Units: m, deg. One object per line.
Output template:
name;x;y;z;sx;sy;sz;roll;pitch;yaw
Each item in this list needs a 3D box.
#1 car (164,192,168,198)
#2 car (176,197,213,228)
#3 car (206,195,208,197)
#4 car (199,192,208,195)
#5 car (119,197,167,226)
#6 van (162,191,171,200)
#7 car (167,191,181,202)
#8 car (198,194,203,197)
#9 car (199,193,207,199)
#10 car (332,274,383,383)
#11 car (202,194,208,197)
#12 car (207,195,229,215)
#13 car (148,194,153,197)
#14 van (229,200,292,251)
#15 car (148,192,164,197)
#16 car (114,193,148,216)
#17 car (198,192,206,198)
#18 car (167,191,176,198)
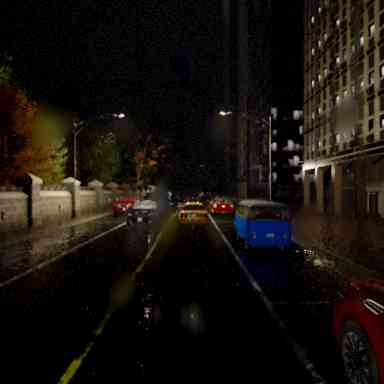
car;-5.685;0.853;63.782;2.192;1.841;5.009;1;0;0
car;0.098;1.317;21.105;1.801;1.575;5.366;0;0;0
car;2.694;1.279;36.228;1.752;1.417;4.829;1;0;0
car;2.692;1.120;63.725;1.802;1.307;4.206;1;0;0
car;-3.101;1.345;22.224;2.128;1.511;4.902;0;0;0
van;-5.686;0.785;75.009;1.690;1.788;3.998;1;0;0
car;-3.039;1.050;62.562;1.837;1.490;4.892;0;1;1
car;0.098;1.312;41.966;1.895;1.301;4.718;0;0;0
car;2.692;0.920;80.747;1.752;1.417;4.829;1;0;0
car;2.698;1.302;1.971;2.192;1.841;5.009;0;0;0
car;2.693;1.279;41.738;1.947;1.339;4.313;1;0;0
car;2.696;1.236;30.377;1.967;1.590;4.097;1;0;0
car;-5.686;1.282;35.930;1.752;1.417;4.829;1;0;0
van;2.698;1.254;13.333;1.690;1.788;3.998;1;0;0
car;-5.684;0.984;47.464;2.192;1.841;5.009;1;0;0
car;-5.684;1.111;30.417;2.192;1.841;5.009;1;0;0
car;2.692;0.737;91.811;1.967;1.590;4.097;1;1;0
car;-5.686;0.612;91.850;2.192;1.841;5.009;1;1;0
